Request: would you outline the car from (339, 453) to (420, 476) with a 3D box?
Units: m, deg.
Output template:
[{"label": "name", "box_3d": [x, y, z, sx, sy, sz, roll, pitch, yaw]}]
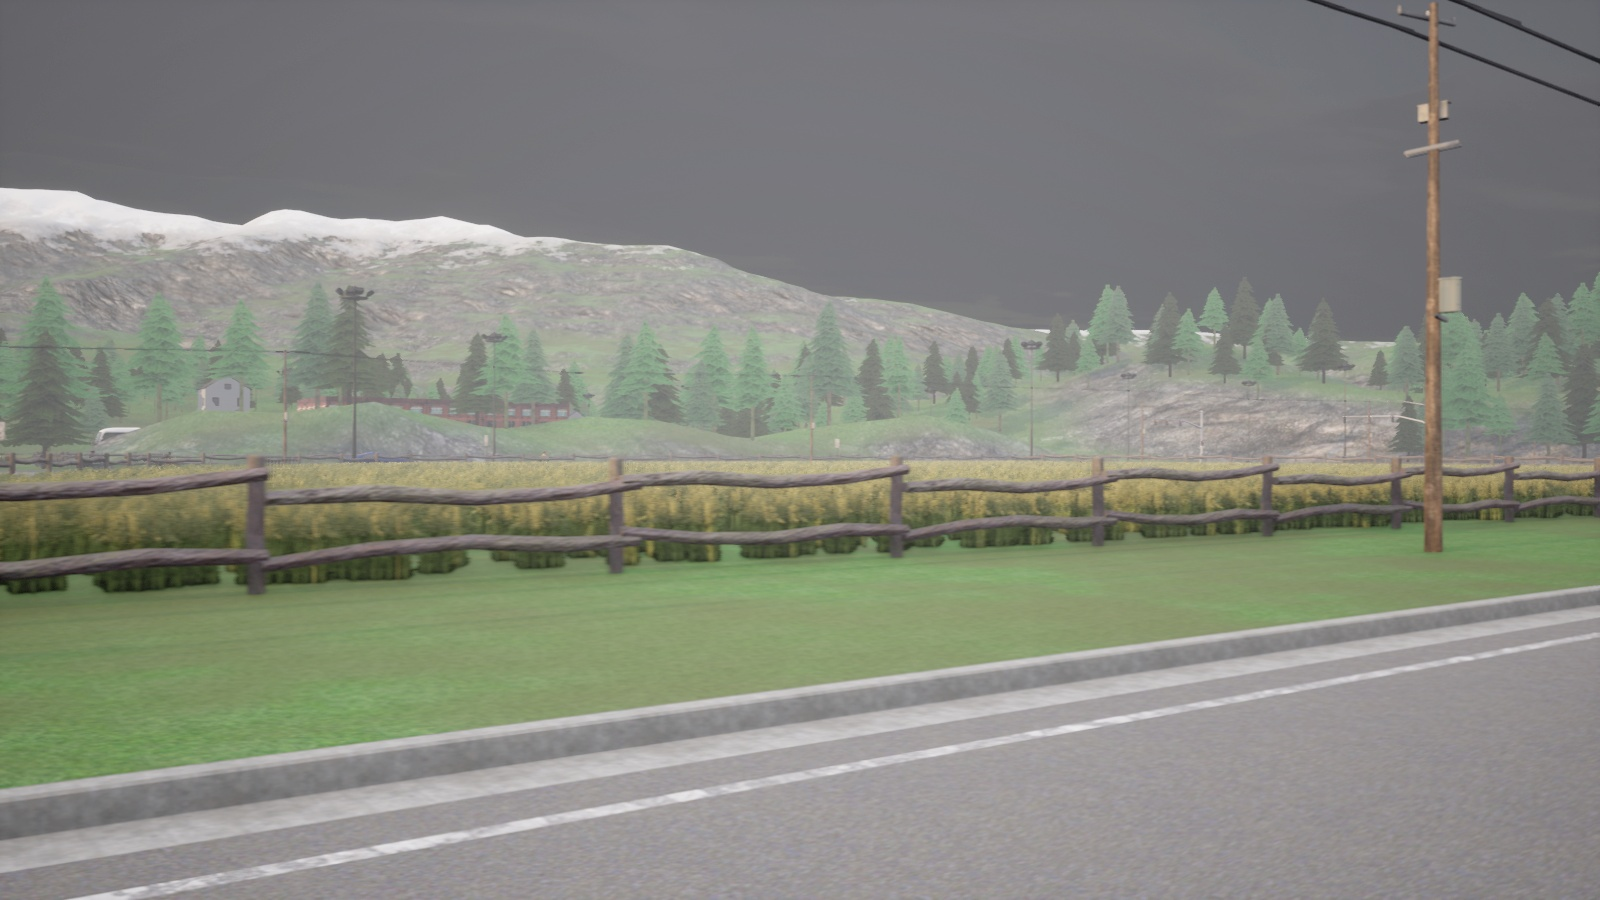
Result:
[{"label": "car", "box_3d": [-29.416, 1.000, 87.897, 5.008, 1.535, 1.882, 0, 0, -35]}]
